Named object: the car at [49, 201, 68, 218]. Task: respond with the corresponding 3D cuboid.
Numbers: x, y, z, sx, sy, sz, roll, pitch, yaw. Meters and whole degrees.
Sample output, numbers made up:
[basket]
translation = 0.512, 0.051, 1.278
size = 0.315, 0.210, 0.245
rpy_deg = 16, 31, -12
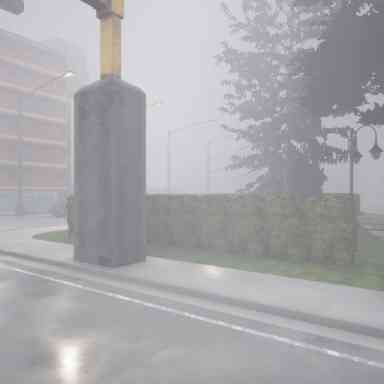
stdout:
[car]
translation = -9.658, 1.221, 29.283
size = 2.150, 2.045, 5.566
rpy_deg = 0, 0, 36
